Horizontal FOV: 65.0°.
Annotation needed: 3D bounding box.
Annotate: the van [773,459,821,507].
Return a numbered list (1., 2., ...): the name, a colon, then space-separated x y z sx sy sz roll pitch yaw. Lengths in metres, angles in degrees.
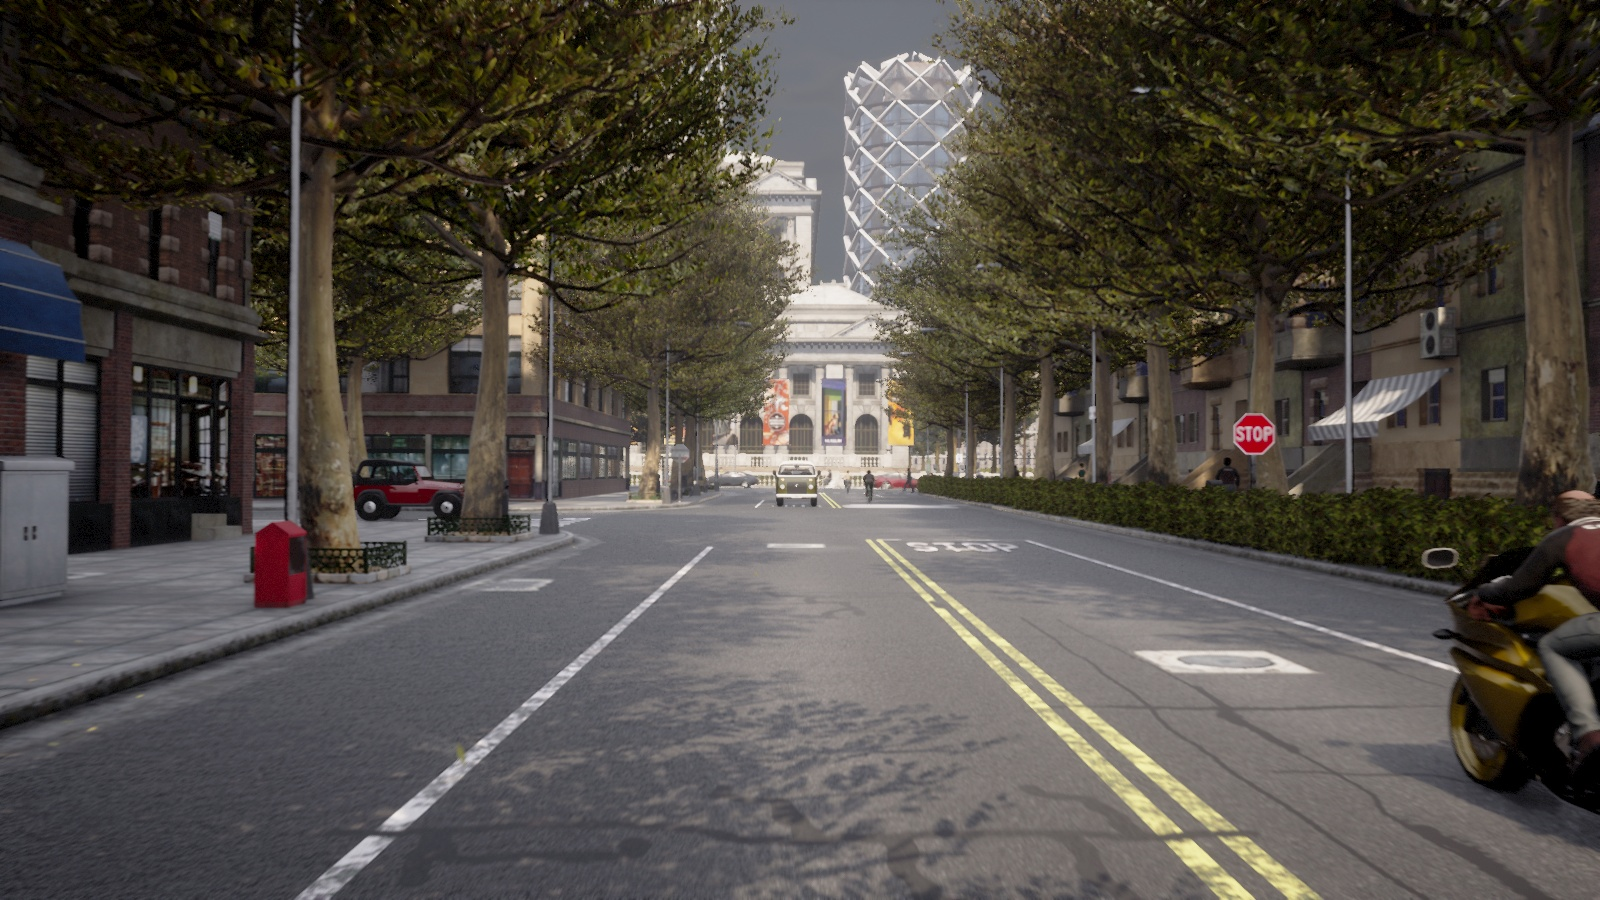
1. van: -0.130 1.478 55.941 2.069 2.038 4.480 0 -1 0

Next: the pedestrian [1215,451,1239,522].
1. pedestrian: 11.755 1.003 34.580 0.402 1.930 0.666 0 -1 0

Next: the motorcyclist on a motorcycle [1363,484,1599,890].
1. motorcyclist on a motorcycle: 3.486 0.931 5.690 0.866 1.530 2.191 0 -1 0

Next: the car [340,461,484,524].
1. car: -11.942 1.308 38.829 3.866 1.878 1.905 0 -1 -1
